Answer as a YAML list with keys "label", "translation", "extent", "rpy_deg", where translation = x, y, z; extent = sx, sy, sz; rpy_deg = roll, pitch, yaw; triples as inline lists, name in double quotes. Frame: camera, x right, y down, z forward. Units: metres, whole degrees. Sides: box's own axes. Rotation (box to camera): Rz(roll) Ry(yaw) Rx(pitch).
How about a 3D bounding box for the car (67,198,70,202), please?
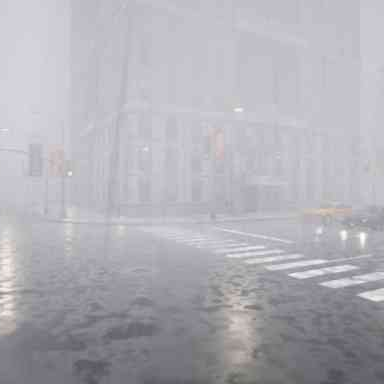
- label: "car"
  translation: [-24.207, 1.588, 71.061]
  extent: [4.718, 1.301, 1.895]
  rpy_deg: [0, 0, -28]

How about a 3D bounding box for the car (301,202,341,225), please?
- label: "car"
  translation: [10.107, 1.474, 24.001]
  extent: [5.008, 1.535, 1.882]
  rpy_deg: [0, 0, -29]

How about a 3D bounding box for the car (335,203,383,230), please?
- label: "car"
  translation: [11.788, 1.545, 20.934]
  extent: [5.357, 1.411, 2.033]
  rpy_deg: [0, 0, -29]
